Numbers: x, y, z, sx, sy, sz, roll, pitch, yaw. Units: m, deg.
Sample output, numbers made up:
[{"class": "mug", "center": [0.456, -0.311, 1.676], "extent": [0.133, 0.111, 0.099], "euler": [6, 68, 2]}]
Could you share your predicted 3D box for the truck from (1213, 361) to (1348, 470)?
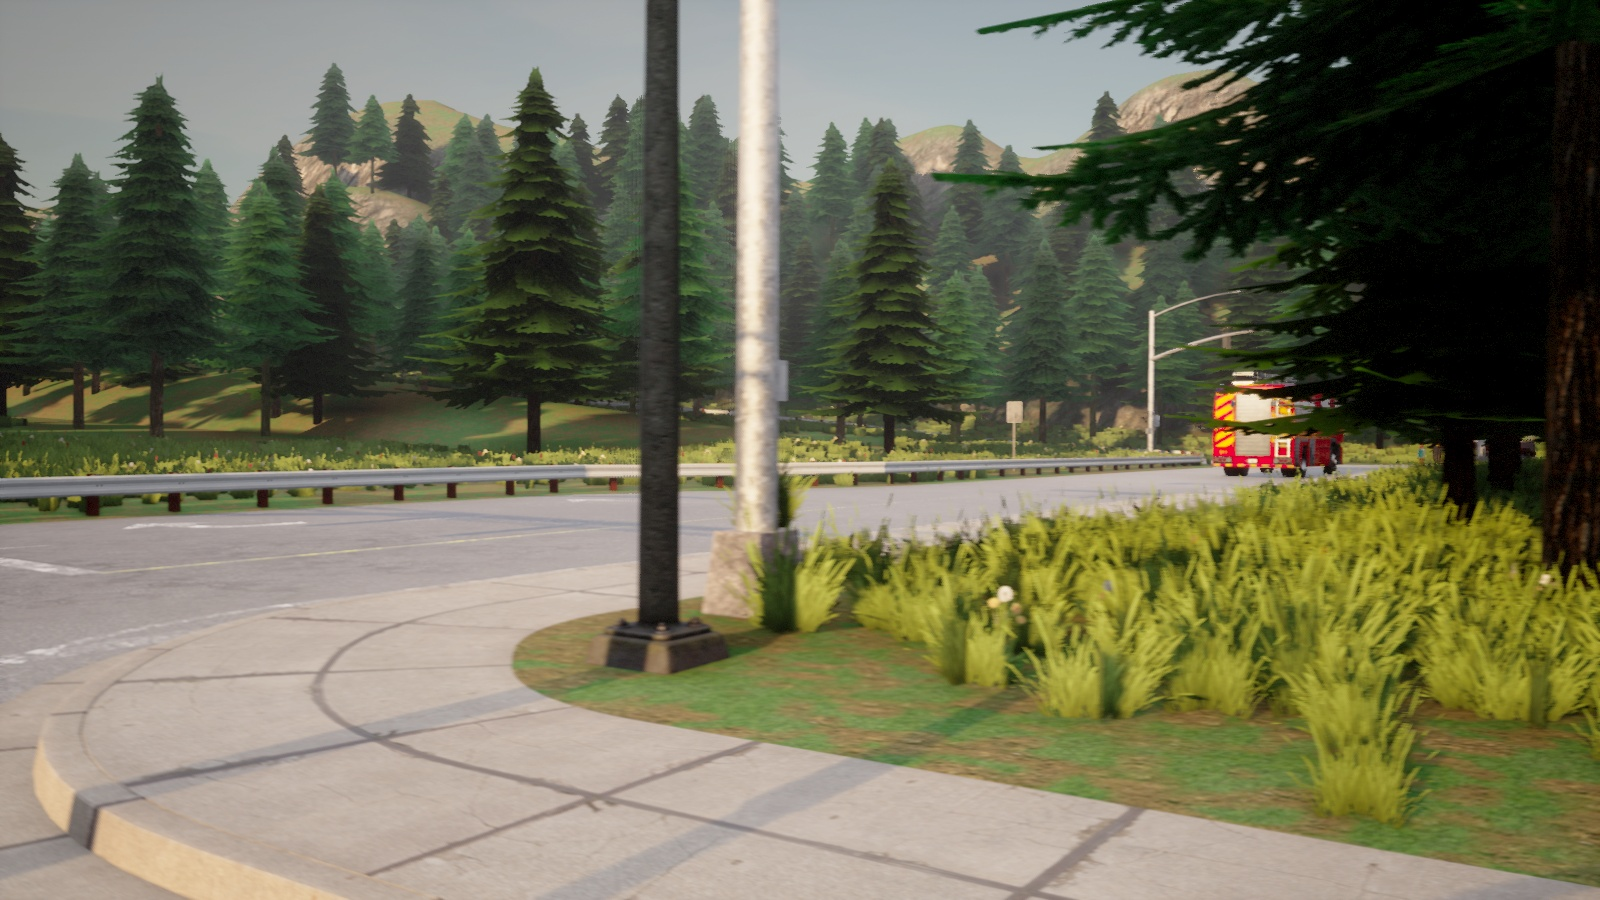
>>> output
[{"class": "truck", "center": [18.601, -1.269, 48.242], "extent": [2.891, 3.827, 8.468], "euler": [0, 1, 35]}]

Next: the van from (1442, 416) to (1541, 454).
[{"class": "van", "center": [38.073, -0.848, 69.193], "extent": [4.480, 2.038, 2.069], "euler": [0, 0, -11]}]

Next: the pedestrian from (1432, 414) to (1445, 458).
[{"class": "pedestrian", "center": [27.091, -0.595, 53.281], "extent": [0.370, 1.835, 0.726], "euler": [0, 1, 35]}]
